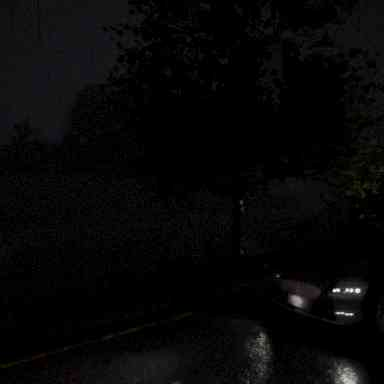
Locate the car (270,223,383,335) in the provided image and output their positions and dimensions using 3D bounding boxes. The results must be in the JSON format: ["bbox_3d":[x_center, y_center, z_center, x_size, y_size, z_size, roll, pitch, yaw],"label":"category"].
[{"bbox_3d":[3.628,1.417,6.664,4.902,1.511,2.128,-1,0,-36],"label":"car"}]
